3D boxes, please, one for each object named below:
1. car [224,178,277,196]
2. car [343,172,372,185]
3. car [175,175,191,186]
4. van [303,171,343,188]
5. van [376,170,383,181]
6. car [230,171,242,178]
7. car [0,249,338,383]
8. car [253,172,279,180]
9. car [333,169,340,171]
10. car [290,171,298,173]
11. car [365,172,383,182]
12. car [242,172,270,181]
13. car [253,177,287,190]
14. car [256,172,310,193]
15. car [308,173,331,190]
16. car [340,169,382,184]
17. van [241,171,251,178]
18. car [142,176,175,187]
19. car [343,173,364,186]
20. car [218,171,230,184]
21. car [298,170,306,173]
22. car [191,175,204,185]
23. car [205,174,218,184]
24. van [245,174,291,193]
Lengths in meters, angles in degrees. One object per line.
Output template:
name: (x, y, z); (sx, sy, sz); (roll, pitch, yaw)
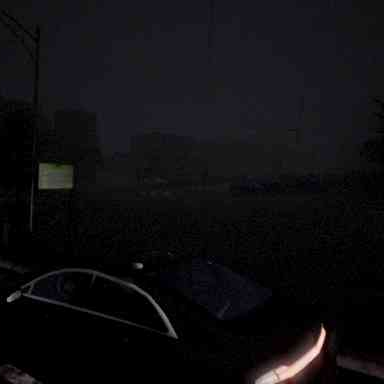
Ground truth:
car: (6.713, -0.418, 38.451); (5.008, 1.535, 2.097); (4, 7, 32)
car: (25.610, -1.870, 53.229); (4.792, 1.488, 2.163); (4, 7, 31)
car: (-3.130, -1.704, 52.257); (4.792, 1.488, 2.163); (2, 5, 30)
van: (18.622, -1.560, 47.580); (4.442, 1.987, 1.878); (4, 7, 32)
van: (37.327, -3.064, 62.614); (4.442, 1.987, 1.878); (4, 7, 30)
car: (5.876, -2.486, 59.824); (5.008, 1.535, 2.097); (2, 5, 30)
car: (-0.881, 1.486, 4.078); (4.902, 1.511, 2.128); (0, 0, 36)
car: (14.927, -3.200, 67.300); (4.792, 1.488, 2.163); (2, 5, 30)
car: (33.004, -4.673, 82.197); (5.008, 1.535, 2.097); (2, 6, 31)
car: (19.421, -3.600, 71.043); (4.892, 1.521, 2.231); (2, 6, 30)
car: (34.752, -2.671, 60.888); (5.366, 1.575, 1.946); (4, 7, 30)
car: (12.640, -3.045, 65.450); (5.008, 1.535, 2.097); (2, 5, 30)
car: (11.023, -1.268, 47.412); (1.812, 1.442, 4.674); (-4, 6, -33)
car: (11.410, -1.038, 42.114); (5.566, 2.045, 2.435); (4, 7, 32)
car: (16.134, -1.283, 45.819); (4.553, 1.767, 2.185); (4, 7, 32)
car: (27.962, -2.337, 55.078); (5.566, 2.045, 2.435); (4, 7, 31)
van: (8.032, -2.900, 61.738); (4.442, 1.987, 1.878); (2, 6, 30)
car: (-5.414, -1.507, 50.380); (4.674, 1.452, 2.002); (2, 5, 30)
car: (23.238, -1.712, 51.364); (4.892, 1.521, 2.231); (4, 7, 31)
car: (3.643, -2.421, 57.903); (4.553, 1.767, 2.185); (2, 6, 30)
car: (21.681, -3.785, 72.902); (4.892, 1.521, 2.231); (2, 6, 30)
car: (-0.876, -2.046, 54.127); (4.553, 1.767, 2.185); (2, 6, 30)
car: (1.333, -2.081, 56.060); (4.792, 1.488, 2.163); (2, 6, 30)
van: (9.177, -0.820, 40.205); (4.442, 1.987, 1.878); (4, 7, 32)
